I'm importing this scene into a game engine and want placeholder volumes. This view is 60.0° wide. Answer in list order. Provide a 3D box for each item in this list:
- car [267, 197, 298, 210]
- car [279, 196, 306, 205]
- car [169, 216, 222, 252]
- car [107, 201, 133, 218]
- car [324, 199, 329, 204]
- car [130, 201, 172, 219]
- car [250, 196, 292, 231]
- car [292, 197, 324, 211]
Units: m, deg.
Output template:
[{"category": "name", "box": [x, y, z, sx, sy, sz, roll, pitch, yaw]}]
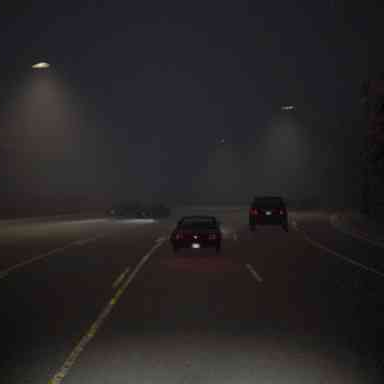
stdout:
[{"category": "car", "box": [12.000, 1.526, 43.930, 1.882, 1.535, 5.008, -3, -2, 42]}, {"category": "car", "box": [19.122, 1.627, 63.137, 4.902, 1.511, 2.128, -1, -1, -33]}, {"category": "car", "box": [0.323, 1.652, 14.196, 1.895, 1.301, 4.718, 0, 0, 5]}, {"category": "car", "box": [-6.315, 1.652, 32.361, 2.128, 1.511, 4.902, -1, -1, 22]}, {"category": "car", "box": [23.170, 1.714, 61.572, 4.718, 1.301, 1.895, -1, -1, -31]}, {"category": "car", "box": [-3.427, 1.689, 30.105, 1.994, 1.385, 4.181, -1, 0, 21]}, {"category": "car", "box": [4.853, 1.265, 21.000, 2.150, 2.045, 5.566, -1, 0, 13]}, {"category": "car", "box": [14.098, 1.519, 40.318, 1.812, 1.442, 4.674, -2, -1, 37]}]
